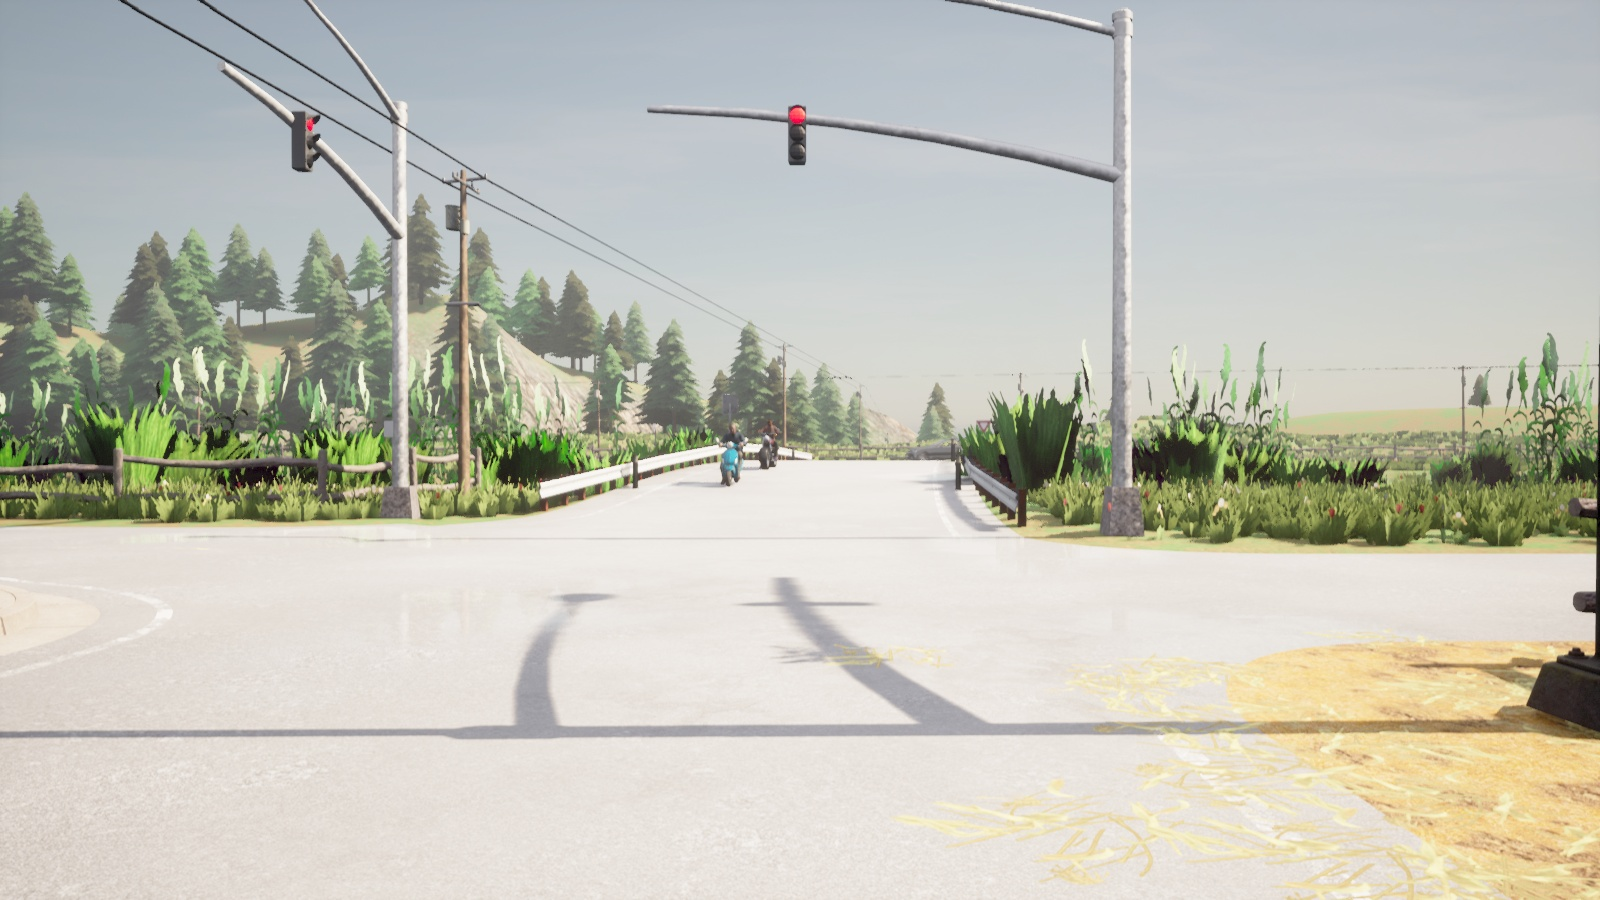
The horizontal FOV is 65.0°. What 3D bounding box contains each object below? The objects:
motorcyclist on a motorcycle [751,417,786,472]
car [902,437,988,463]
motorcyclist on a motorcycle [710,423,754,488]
[{"bbox_3d":[-0.981,-0.192,39.690,0.766,1.649,2.350,0,2,7],"label":"motorcyclist on a motorcycle"},{"bbox_3d":[9.196,-0.002,79.692,5.027,1.651,2.152,0,0,-8],"label":"car"},{"bbox_3d":[-1.742,0.122,32.662,0.866,1.590,1.817,0,3,6],"label":"motorcyclist on a motorcycle"}]
